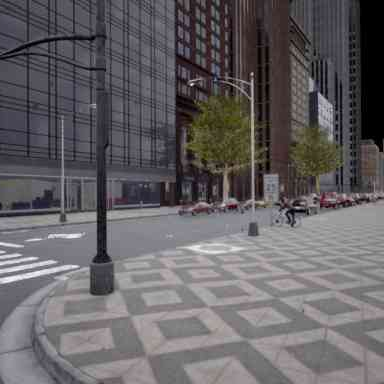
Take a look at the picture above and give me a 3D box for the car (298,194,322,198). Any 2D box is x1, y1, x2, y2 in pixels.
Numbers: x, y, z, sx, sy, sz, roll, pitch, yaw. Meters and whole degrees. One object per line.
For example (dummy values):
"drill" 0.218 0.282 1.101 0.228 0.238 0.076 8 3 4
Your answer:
"car" 14.075 1.345 41.110 2.128 1.511 4.902 -1 0 34

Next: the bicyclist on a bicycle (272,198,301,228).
"bicyclist on a bicycle" 5.202 1.177 18.439 1.656 1.620 0.582 -1 0 35

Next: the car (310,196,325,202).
"car" 25.964 1.417 68.924 1.947 1.339 4.313 0 0 35

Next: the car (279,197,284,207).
"car" 13.186 1.455 50.334 1.947 1.339 4.313 0 0 35

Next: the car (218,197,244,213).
"car" 3.601 1.366 36.390 1.967 1.590 4.097 0 0 35

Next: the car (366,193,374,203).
"car" 32.982 1.099 64.087 2.192 1.841 5.009 0 0 35

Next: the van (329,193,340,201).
"van" 35.544 1.185 82.867 1.690 1.788 3.998 -1 0 35

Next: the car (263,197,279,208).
"car" 9.895 1.425 45.545 1.752 1.417 4.829 0 0 35

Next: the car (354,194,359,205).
"car" 23.401 1.377 50.145 1.947 1.339 4.313 0 0 35

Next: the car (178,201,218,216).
"car" 0.408 1.524 31.743 1.802 1.307 4.206 0 0 35

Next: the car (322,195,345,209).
"car" 17.013 1.377 40.852 1.887 1.381 4.507 0 0 35

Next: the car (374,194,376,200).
"car" 36.273 1.302 68.873 1.752 1.417 4.829 -1 0 35

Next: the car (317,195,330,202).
"car" 29.158 1.426 73.570 1.802 1.307 4.206 0 0 35

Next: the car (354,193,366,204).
"car" 26.594 1.117 54.793 2.192 1.841 5.009 0 0 35

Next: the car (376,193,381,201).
"car" 42.565 1.358 78.027 1.802 1.307 4.206 -1 0 35

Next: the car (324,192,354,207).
"car" 20.206 1.136 45.500 2.192 1.841 5.009 0 0 35

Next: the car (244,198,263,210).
"car" 6.797 1.494 41.038 1.802 1.307 4.206 0 0 35

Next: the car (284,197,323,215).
"car" 10.625 1.424 31.557 1.947 1.339 4.313 0 0 35

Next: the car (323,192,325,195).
"car" 22.124 1.051 52.827 2.150 2.045 5.566 -1 0 35
